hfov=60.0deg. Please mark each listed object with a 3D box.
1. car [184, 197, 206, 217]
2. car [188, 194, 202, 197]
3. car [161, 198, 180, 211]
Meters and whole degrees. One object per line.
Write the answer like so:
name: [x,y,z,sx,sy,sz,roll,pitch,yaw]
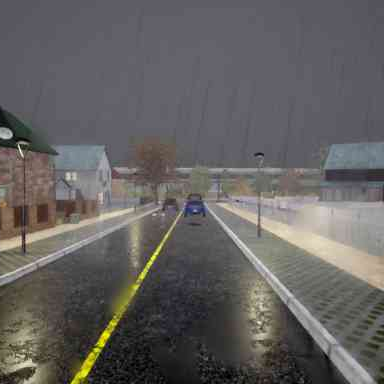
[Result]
car: [0.279,1.469,31.486,1.882,1.535,5.008,0,0,0]
car: [0.347,1.220,43.473,2.150,2.045,5.566,0,0,0]
car: [-2.526,1.510,39.987,1.837,1.490,4.892,0,0,0]
